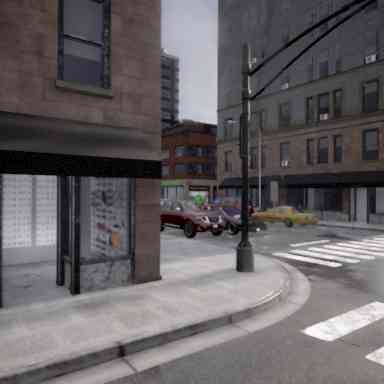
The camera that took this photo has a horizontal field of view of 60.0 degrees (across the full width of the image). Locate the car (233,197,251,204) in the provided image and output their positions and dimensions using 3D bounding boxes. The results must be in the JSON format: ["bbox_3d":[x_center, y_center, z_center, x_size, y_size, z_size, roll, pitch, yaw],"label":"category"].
[{"bbox_3d":[2.894,1.345,27.163,2.192,1.841,5.009,0,0,-36],"label":"car"}]

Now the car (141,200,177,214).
[{"bbox_3d":[-3.703,1.563,36.409,1.887,1.381,4.507,1,0,-36],"label":"car"}]

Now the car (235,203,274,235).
[{"bbox_3d":[1.771,1.550,19.226,2.033,1.411,5.357,0,0,-38],"label":"car"}]

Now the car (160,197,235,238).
[{"bbox_3d":[-0.347,1.303,17.886,2.192,1.841,5.009,0,0,-36],"label":"car"}]

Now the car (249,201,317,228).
[{"bbox_3d":[6.092,1.561,22.677,1.752,1.417,4.829,0,0,-36],"label":"car"}]
